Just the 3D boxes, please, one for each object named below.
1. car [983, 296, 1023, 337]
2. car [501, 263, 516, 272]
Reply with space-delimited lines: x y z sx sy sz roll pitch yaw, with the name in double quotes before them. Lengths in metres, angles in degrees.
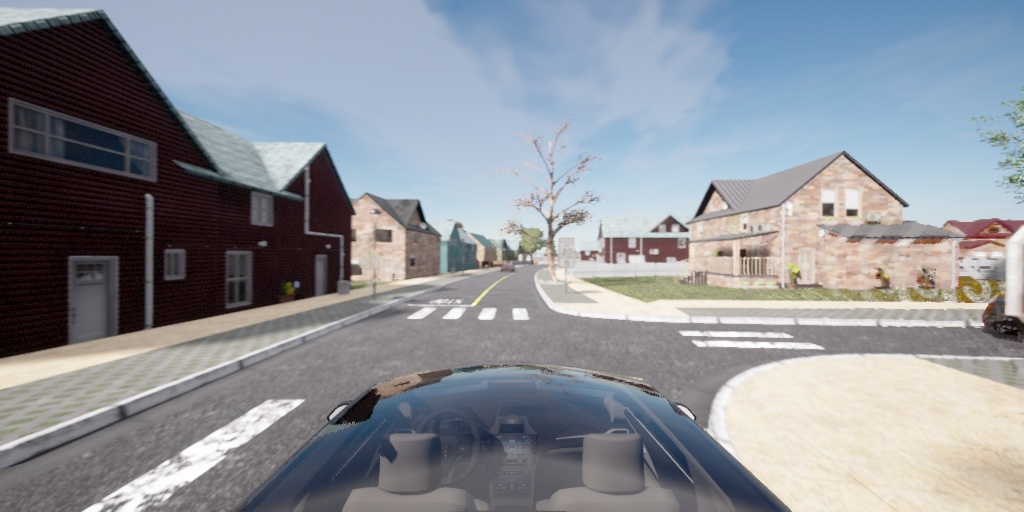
"car" 12.878 1.164 7.300 4.181 1.385 1.994 -1 0 10
"car" -0.552 1.776 55.340 1.994 1.385 4.181 1 0 6
